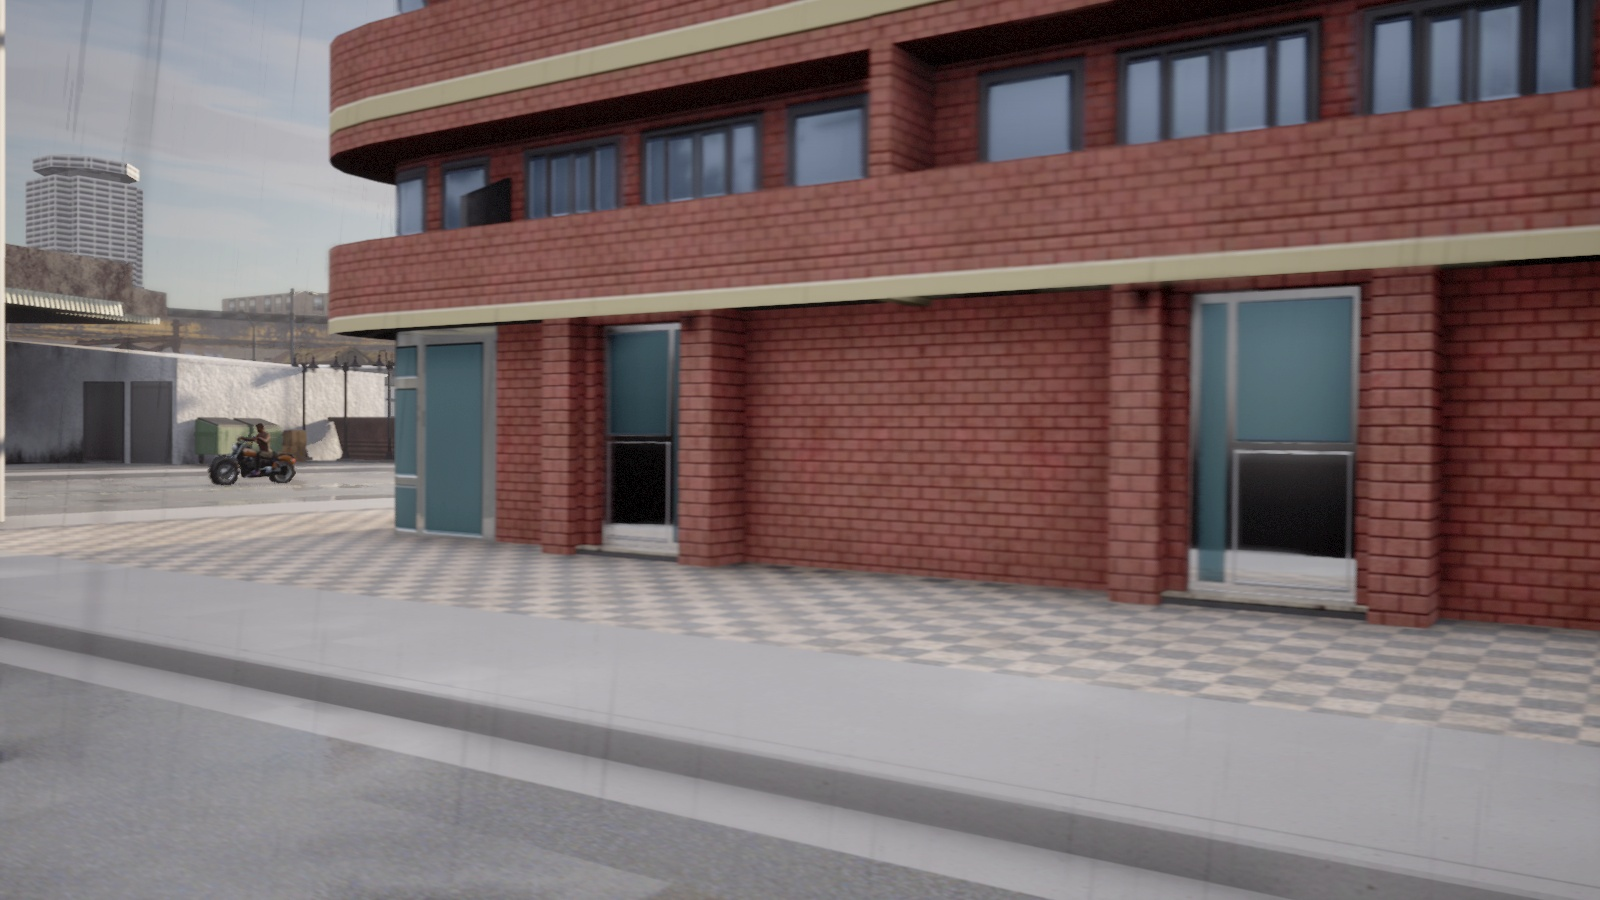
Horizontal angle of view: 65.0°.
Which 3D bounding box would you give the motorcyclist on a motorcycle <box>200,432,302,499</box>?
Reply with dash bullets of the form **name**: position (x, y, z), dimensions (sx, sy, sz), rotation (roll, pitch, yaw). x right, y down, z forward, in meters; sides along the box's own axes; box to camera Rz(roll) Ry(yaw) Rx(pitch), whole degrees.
- **motorcyclist on a motorcycle**: position (-14.049, 0.363, 32.222), dimensions (0.766, 1.649, 2.350), rotation (0, 1, 33)
